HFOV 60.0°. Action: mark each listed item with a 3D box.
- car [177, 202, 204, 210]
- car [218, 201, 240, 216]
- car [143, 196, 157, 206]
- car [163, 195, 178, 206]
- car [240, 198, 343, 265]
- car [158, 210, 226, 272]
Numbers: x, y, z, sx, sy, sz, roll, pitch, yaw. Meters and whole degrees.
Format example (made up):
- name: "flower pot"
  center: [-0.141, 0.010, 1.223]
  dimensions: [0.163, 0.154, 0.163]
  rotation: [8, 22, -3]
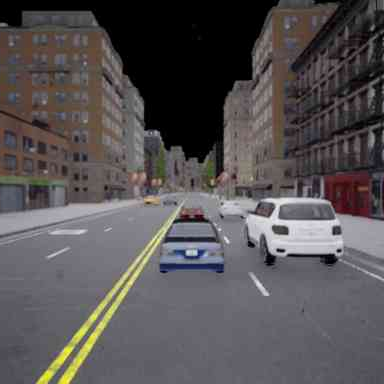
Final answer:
- name: "car"
  center: [0.002, 1.552, 27.222]
  dimensions: [1.895, 1.301, 4.718]
  rotation: [0, 0, 0]
- name: "car"
  center: [3.264, 1.475, 28.578]
  dimensions: [1.812, 1.442, 4.674]
  rotation: [0, 0, 1]
- name: "car"
  center: [-6.655, 1.385, 53.151]
  dimensions: [1.882, 1.535, 5.008]
  rotation: [0, 0, 0]
- name: "car"
  center: [-3.405, 1.260, 52.871]
  dimensions: [2.097, 1.767, 4.553]
  rotation: [0, 0, 0]
- name: "car"
  center: [3.270, 1.202, 11.733]
  dimensions: [2.150, 2.045, 5.566]
  rotation: [0, 0, 1]
- name: "car"
  center: [0.010, 1.528, 10.655]
  dimensions: [2.033, 1.411, 5.357]
  rotation: [0, 0, 0]
